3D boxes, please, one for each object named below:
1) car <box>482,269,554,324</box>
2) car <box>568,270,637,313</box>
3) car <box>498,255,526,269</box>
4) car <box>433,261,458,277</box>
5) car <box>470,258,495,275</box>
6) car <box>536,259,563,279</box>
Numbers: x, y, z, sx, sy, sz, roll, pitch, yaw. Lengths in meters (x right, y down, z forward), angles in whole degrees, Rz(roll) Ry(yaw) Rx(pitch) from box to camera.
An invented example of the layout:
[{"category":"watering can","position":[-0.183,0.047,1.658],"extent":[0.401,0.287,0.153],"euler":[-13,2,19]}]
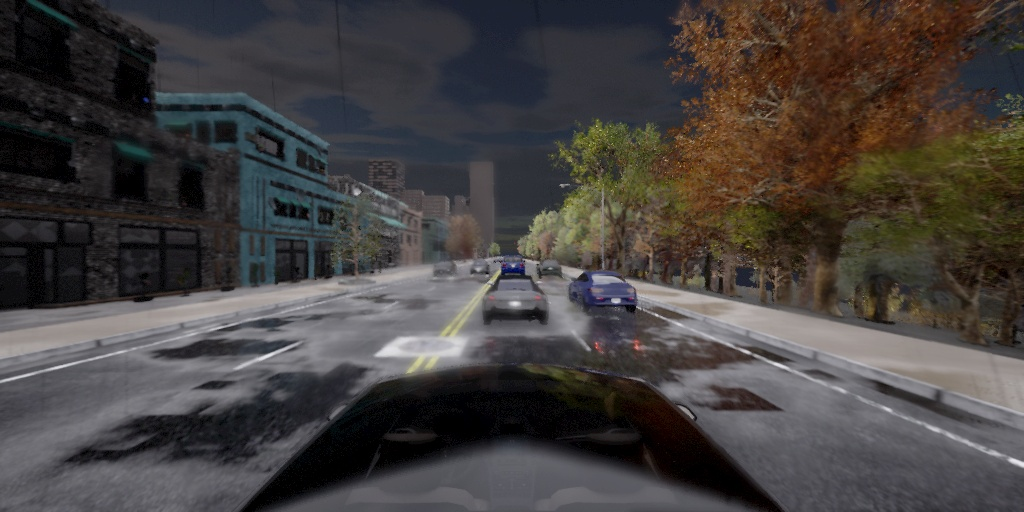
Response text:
[{"category":"car","position":[0.099,1.313,11.991],"extent":[1.994,1.385,4.181],"euler":[0,0,0]},{"category":"car","position":[3.363,1.274,13.859],"extent":[1.812,1.442,4.674],"euler":[0,0,0]},{"category":"car","position":[0.101,0.967,33.789],"extent":[2.150,2.045,5.566],"euler":[0,0,0]},{"category":"car","position":[-6.593,1.250,35.822],"extent":[1.837,1.490,4.892],"euler":[0,0,0]},{"category":"car","position":[-3.339,1.236,38.396],"extent":[2.128,1.511,4.902],"euler":[0,0,0]},{"category":"car","position":[3.351,1.098,32.931],"extent":[2.097,1.767,4.553],"euler":[0,0,0]}]
